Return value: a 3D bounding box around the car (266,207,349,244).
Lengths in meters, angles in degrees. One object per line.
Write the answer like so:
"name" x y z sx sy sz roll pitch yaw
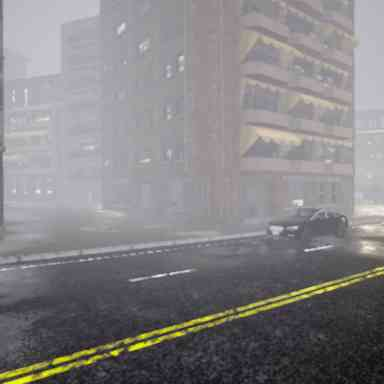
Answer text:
"car" 5.575 1.504 15.863 4.902 1.511 2.128 0 0 -37

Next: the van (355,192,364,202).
"van" 30.299 0.943 62.748 3.998 1.788 1.690 1 0 21
